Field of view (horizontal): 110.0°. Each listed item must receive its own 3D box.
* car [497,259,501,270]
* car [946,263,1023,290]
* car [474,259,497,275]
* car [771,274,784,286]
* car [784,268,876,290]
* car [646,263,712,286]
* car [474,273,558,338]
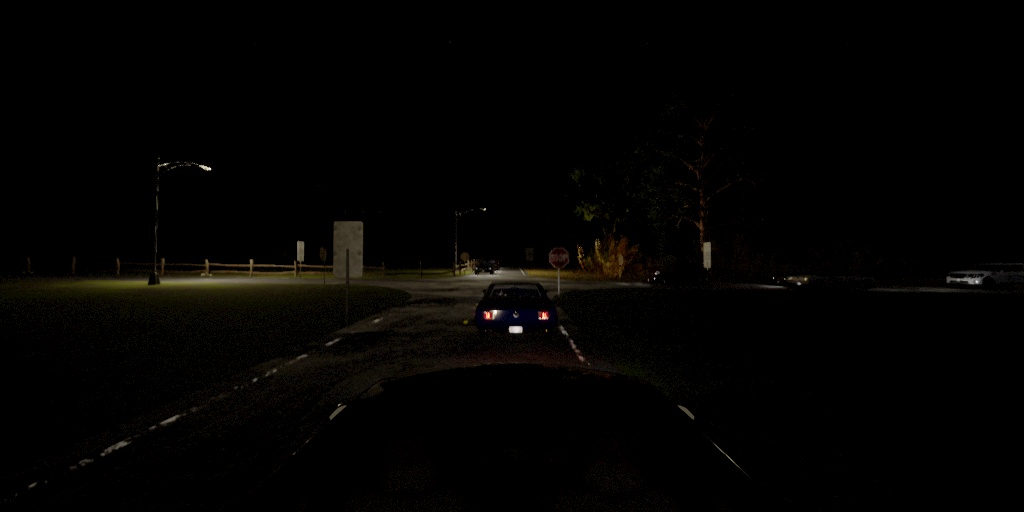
[{"bbox_3d":[-2.924,1.292,49.873,1.994,1.385,4.181,0,0,0],"label":"car"},{"bbox_3d":[37.459,1.554,27.887,5.566,2.045,2.150,1,-1,0],"label":"car"},{"bbox_3d":[-2.915,1.254,38.469,1.812,1.442,4.674,0,0,0],"label":"car"},{"bbox_3d":[23.267,1.667,27.775,5.357,1.411,2.033,1,-1,0],"label":"car"},{"bbox_3d":[22.098,1.659,24.847,4.718,1.301,1.895,1,-1,0],"label":"car"},{"bbox_3d":[12.819,1.318,27.742,4.553,1.767,2.097,1,-1,1],"label":"car"},{"bbox_3d":[0.088,1.343,10.166,1.895,1.301,4.718,0,0,0],"label":"car"}]
